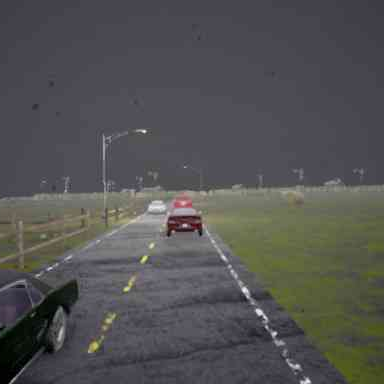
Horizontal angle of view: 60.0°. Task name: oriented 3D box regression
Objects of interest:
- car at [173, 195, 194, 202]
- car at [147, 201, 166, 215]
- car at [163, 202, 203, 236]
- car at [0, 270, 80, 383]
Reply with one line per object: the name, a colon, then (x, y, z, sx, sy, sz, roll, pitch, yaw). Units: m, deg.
car: (-0.989, 1.389, 37.719, 2.150, 2.045, 5.566, -1, 0, -2)
car: (-3.807, 1.725, 36.871, 1.812, 1.442, 4.674, -1, 0, -2)
car: (-0.432, 1.562, 19.220, 1.882, 1.535, 5.008, -1, 0, -2)
car: (-2.780, 1.652, 3.436, 1.895, 1.301, 4.718, -1, 0, -2)
